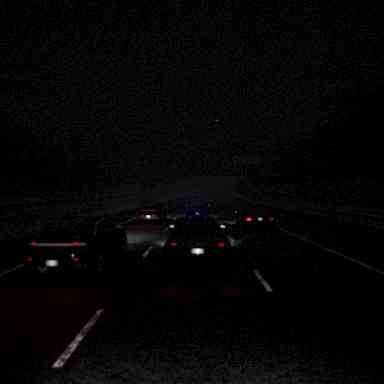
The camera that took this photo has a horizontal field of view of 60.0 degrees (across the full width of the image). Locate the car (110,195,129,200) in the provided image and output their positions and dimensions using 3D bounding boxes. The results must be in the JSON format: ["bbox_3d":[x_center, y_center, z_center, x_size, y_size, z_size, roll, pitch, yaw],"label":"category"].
[{"bbox_3d":[-12.471,1.513,59.453,2.033,1.411,5.357,0,0,4],"label":"car"}]

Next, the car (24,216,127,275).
[{"bbox_3d":[-3.331,1.490,10.387,2.128,1.511,4.902,0,0,1],"label":"car"}]

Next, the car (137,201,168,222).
[{"bbox_3d":[-3.066,1.501,26.230,1.837,1.490,4.892,0,0,1],"label":"car"}]

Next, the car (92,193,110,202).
[{"bbox_3d":[-15.902,1.309,60.666,2.097,1.767,4.553,0,0,3],"label":"car"}]

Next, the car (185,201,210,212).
[{"bbox_3d":[0.468,1.476,27.578,1.882,1.535,5.008,0,0,1],"label":"car"}]

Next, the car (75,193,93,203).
[{"bbox_3d":[-19.399,1.175,60.681,2.150,2.045,5.566,0,0,3],"label":"car"}]

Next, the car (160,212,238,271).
[{"bbox_3d":[0.175,1.564,10.957,1.994,1.385,4.181,0,0,1],"label":"car"}]

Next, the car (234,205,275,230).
[{"bbox_3d":[3.815,1.549,20.864,2.033,1.411,5.357,0,0,1],"label":"car"}]
